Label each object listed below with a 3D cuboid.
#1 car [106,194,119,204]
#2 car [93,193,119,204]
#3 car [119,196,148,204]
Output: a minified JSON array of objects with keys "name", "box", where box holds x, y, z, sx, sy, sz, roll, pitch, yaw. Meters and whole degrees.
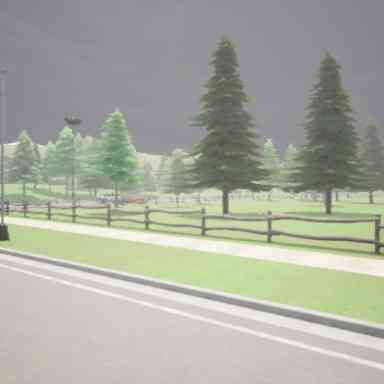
[{"name":"car","box":[-13.190,1.533,61.735,1.994,1.385,4.181,0,0,36]},{"name":"car","box":[-16.241,1.188,63.443,2.150,2.045,5.566,0,0,35]},{"name":"car","box":[-10.134,1.450,60.018,1.882,1.535,5.008,0,0,36]}]
